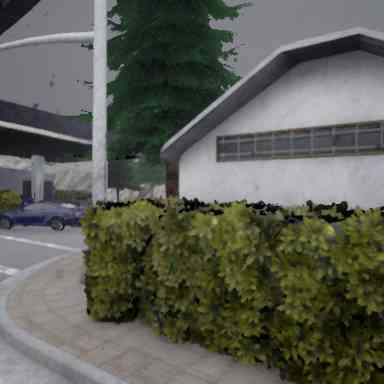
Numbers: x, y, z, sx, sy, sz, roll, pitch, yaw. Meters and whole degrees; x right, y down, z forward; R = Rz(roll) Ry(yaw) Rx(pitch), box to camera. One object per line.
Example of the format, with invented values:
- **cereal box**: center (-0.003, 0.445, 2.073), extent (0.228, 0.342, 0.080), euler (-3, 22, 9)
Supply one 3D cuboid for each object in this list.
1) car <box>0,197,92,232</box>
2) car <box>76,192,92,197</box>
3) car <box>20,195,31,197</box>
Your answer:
- **car**: center (-7.540, 1.152, 16.941), extent (4.674, 1.442, 1.812), euler (0, 0, 10)
- **car**: center (-10.956, 0.999, 35.524), extent (3.866, 1.878, 1.905), euler (1, 0, 35)
- **car**: center (-17.764, 1.120, 33.393), extent (4.611, 1.667, 2.242), euler (1, 0, 35)
